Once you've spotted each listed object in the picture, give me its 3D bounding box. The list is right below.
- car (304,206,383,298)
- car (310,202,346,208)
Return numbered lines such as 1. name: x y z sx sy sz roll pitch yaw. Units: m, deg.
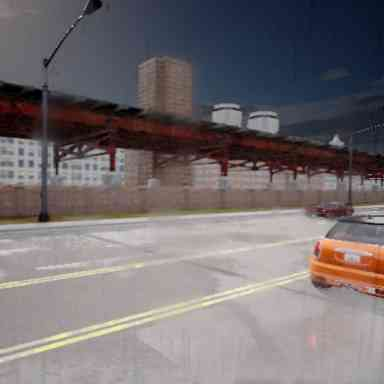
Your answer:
1. car: 4.815 1.328 7.880 4.553 1.767 2.097 0 1 -39
2. car: 10.962 1.473 26.540 4.718 1.301 1.895 0 1 -39
